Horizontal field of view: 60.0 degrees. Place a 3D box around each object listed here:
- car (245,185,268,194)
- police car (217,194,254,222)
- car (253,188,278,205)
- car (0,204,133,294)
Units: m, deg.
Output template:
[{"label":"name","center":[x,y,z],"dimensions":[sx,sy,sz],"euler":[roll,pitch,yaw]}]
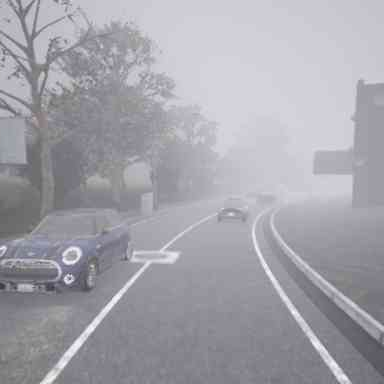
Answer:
[{"label":"car","center":[9.796,-0.016,49.718],"dimensions":[2.150,2.045,5.566],"euler":[3,3,31]},{"label":"police car","center":[3.094,1.218,23.825],"dimensions":[2.038,1.542,4.974],"euler":[2,2,13]},{"label":"car","center":[9.434,0.681,41.246],"dimensions":[1.882,1.535,5.008],"euler":[3,3,25]},{"label":"car","center":[-3.089,1.271,8.789],"dimensions":[2.097,1.767,4.553],"euler":[1,1,5]}]
